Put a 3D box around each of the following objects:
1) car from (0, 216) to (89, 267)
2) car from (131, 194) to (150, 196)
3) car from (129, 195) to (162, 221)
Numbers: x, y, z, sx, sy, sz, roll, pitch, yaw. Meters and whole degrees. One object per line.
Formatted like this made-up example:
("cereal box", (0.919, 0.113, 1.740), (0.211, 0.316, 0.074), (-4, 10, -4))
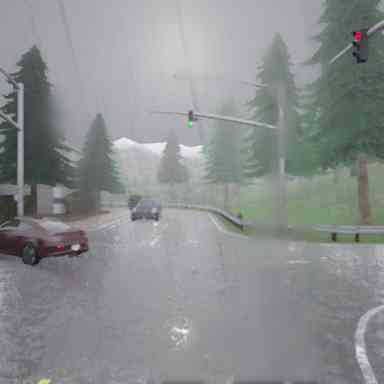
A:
("car", (-5.623, 1.557, 11.528), (4.674, 1.442, 1.812), (0, -1, 30))
("car", (-5.980, 1.293, 42.035), (2.150, 2.045, 5.566), (1, -1, -38))
("car", (-3.640, 1.400, 27.266), (2.097, 1.767, 4.553), (0, 0, -1))
